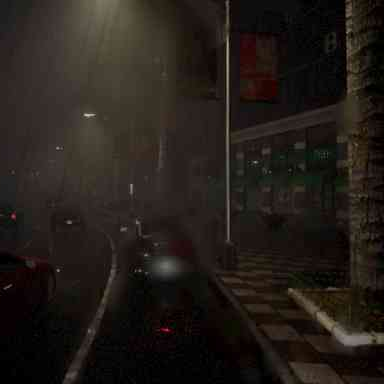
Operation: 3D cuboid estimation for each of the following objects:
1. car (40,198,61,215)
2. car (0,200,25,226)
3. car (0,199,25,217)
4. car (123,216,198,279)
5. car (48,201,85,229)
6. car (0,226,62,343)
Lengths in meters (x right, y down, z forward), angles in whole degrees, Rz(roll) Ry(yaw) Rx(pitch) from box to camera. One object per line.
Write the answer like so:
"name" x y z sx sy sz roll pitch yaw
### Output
"car" -14.284 1.343 33.876 2.097 1.767 4.553 0 0 -27
"car" -10.848 1.342 18.942 2.097 1.767 4.553 0 0 -24
"car" -17.258 1.474 31.993 2.128 1.511 4.902 0 0 -26
"car" -1.087 1.504 10.197 1.837 1.490 4.892 0 0 -11
"car" -7.822 1.519 20.754 1.812 1.442 4.674 0 0 -24
"car" -3.499 1.523 4.885 1.812 1.442 4.674 0 0 -7
